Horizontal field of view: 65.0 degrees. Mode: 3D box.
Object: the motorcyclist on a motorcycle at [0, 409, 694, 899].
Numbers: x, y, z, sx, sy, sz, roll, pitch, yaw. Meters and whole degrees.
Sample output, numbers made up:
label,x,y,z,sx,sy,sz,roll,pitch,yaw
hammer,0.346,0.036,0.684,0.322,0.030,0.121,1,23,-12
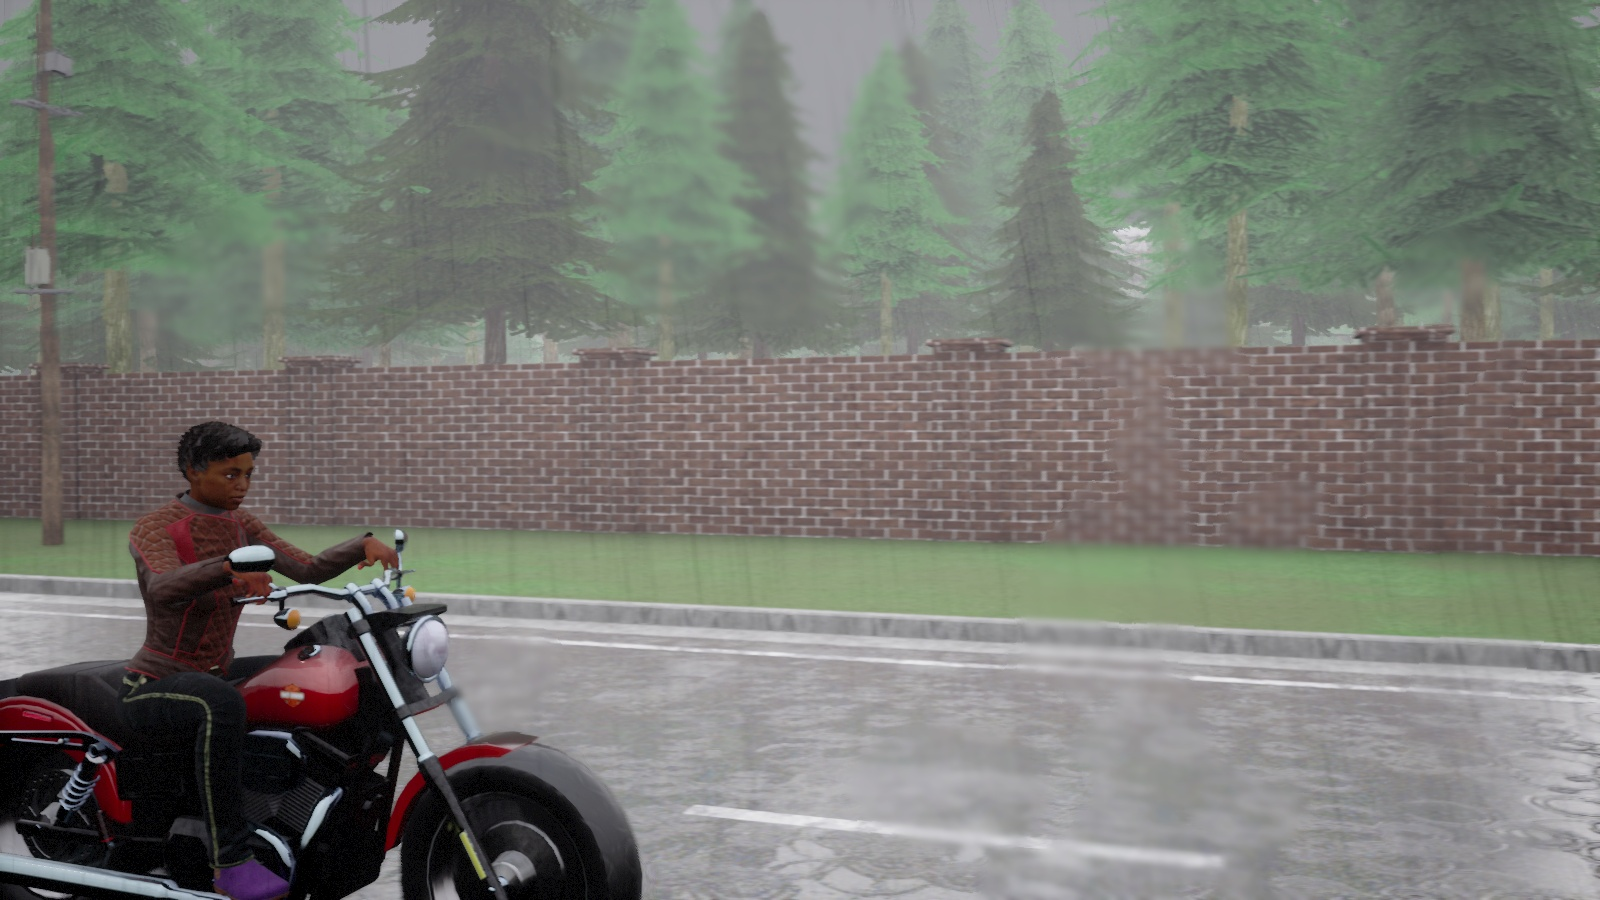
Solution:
label,x,y,z,sx,sy,sz,roll,pitch,yaw
motorcyclist on a motorcycle,-1.551,0.712,3.714,2.350,1.649,0.766,1,1,19
